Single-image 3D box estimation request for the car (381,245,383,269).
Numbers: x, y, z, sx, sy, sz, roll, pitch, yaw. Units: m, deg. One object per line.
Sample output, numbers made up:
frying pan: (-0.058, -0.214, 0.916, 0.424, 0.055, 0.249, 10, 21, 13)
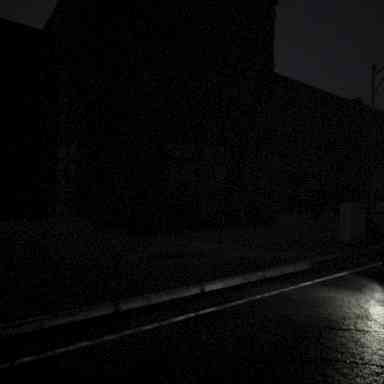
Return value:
car: (7.063, 1.386, 9.022, 5.008, 1.535, 1.882, -1, 0, -35)
